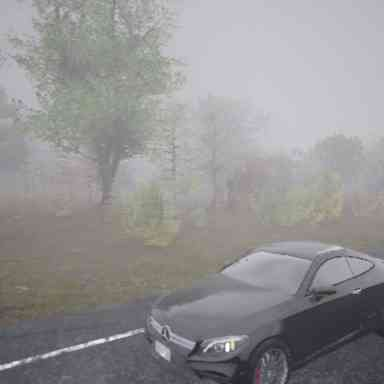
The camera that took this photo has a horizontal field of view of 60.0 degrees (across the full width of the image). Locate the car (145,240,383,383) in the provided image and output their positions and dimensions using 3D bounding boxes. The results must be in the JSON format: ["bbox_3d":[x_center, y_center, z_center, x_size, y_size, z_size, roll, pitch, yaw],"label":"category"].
[{"bbox_3d":[1.550,1.546,5.141,4.674,1.442,1.812,0,0,-36],"label":"car"}]
